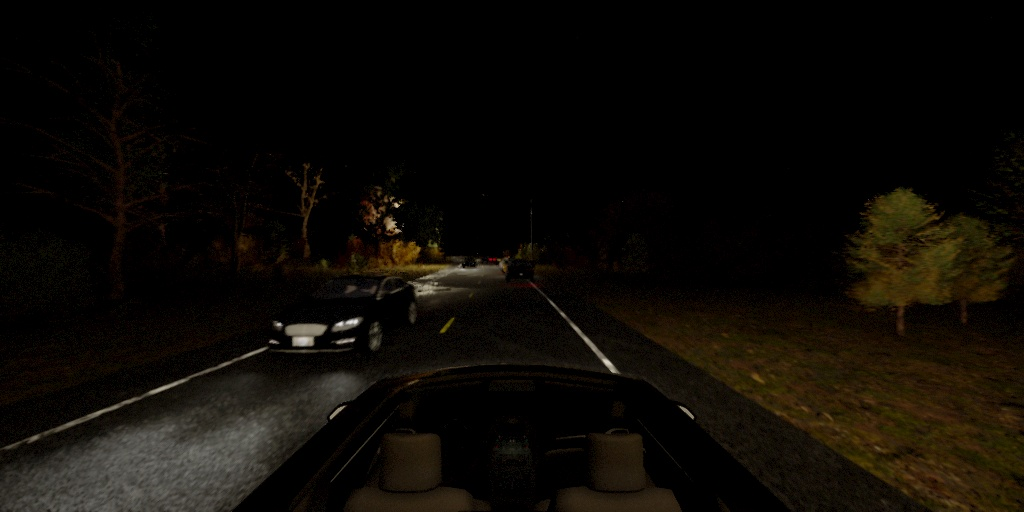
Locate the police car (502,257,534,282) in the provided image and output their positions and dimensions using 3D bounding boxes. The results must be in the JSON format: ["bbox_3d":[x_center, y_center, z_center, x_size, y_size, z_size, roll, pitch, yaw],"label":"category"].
[{"bbox_3d":[0.490,0.979,26.229,1.930,1.638,5.238,0,0,-3],"label":"police car"}]

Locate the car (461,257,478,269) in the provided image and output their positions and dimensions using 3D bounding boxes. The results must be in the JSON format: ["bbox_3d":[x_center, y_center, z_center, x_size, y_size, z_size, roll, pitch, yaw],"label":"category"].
[{"bbox_3d":[-5.730,0.897,48.584,1.837,1.490,4.892,0,0,-5],"label":"car"}]

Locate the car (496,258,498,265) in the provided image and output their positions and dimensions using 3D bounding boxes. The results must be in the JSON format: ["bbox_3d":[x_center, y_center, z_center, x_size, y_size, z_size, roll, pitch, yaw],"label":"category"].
[{"bbox_3d":[-0.527,0.947,42.176,1.812,1.442,4.674,-1,0,-5],"label":"car"}]

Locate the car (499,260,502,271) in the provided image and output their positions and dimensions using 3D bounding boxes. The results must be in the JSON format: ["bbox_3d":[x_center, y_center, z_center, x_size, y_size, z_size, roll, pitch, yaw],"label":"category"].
[{"bbox_3d":[-0.095,0.927,36.347,1.801,1.575,5.366,0,0,-4],"label":"car"}]

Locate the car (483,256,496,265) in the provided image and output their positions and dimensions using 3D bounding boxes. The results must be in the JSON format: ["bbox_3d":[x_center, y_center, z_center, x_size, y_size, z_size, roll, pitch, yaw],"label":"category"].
[{"bbox_3d":[-3.514,0.766,61.921,1.837,1.490,4.892,0,0,-7],"label":"car"}]

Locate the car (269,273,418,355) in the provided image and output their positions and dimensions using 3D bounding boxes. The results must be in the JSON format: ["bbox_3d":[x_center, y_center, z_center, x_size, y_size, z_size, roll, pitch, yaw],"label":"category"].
[{"bbox_3d":[-3.662,1.203,8.681,2.128,1.511,4.902,0,0,-1],"label":"car"}]
